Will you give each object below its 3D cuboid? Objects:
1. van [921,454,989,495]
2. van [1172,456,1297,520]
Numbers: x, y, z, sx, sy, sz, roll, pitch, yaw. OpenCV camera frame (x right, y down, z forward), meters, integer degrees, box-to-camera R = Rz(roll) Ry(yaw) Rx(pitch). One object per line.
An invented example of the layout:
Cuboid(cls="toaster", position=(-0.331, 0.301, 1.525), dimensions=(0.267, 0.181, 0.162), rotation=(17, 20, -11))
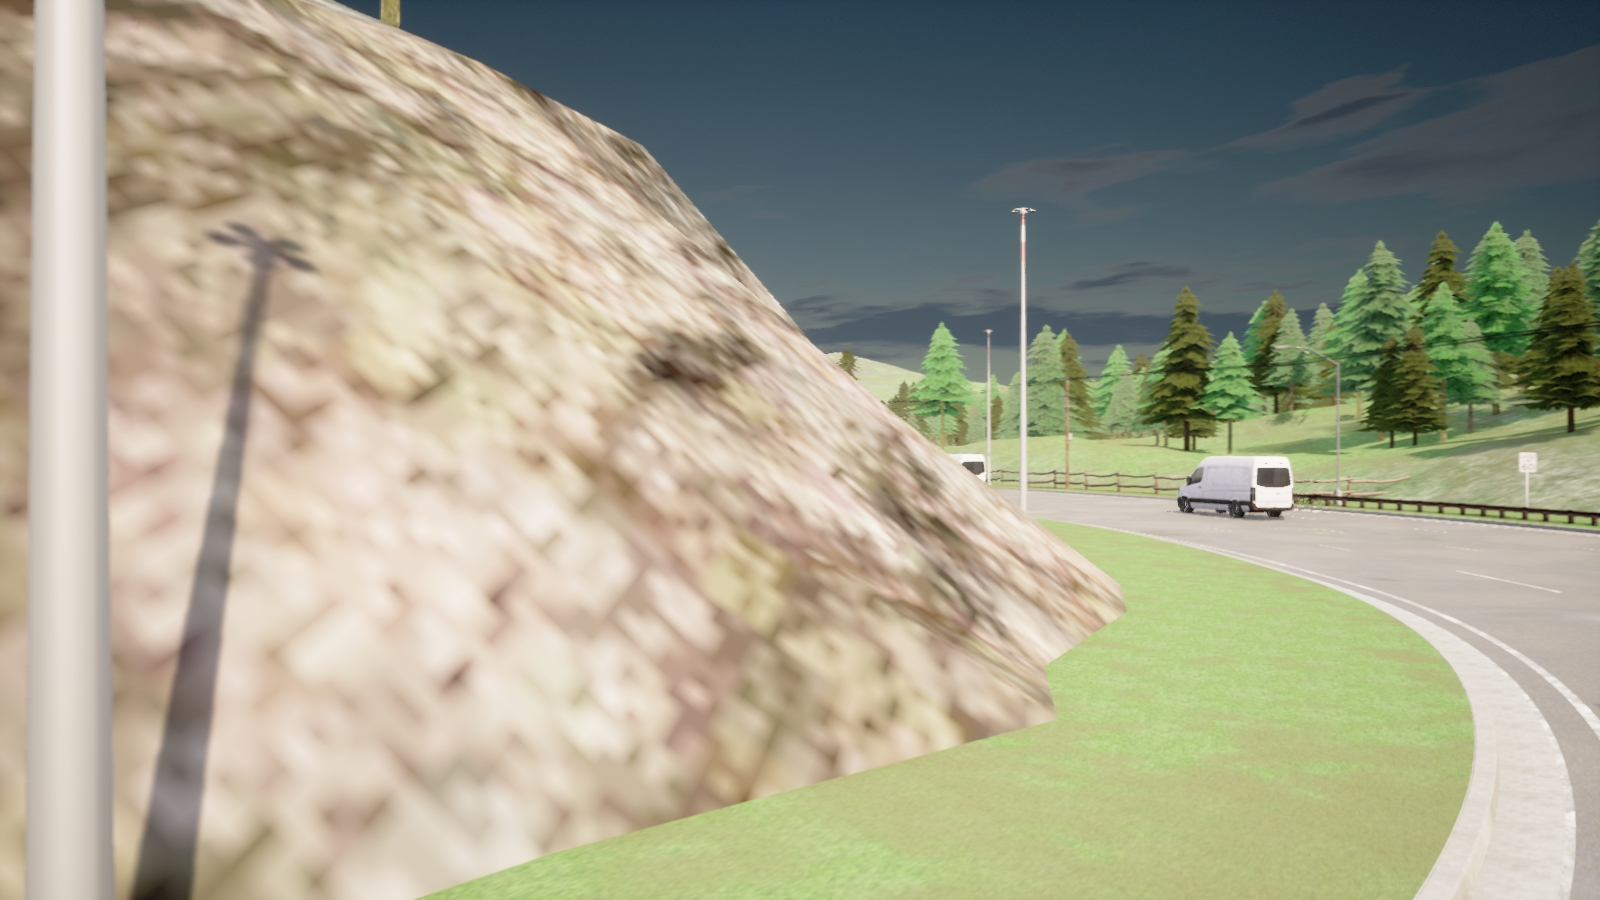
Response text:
Cuboid(cls="van", position=(10.162, 1.552, 75.498), dimensions=(1.988, 2.561, 5.915), rotation=(0, 0, -19))
Cuboid(cls="van", position=(18.405, 1.543, 48.809), dimensions=(1.988, 2.561, 5.915), rotation=(1, 0, -14))
